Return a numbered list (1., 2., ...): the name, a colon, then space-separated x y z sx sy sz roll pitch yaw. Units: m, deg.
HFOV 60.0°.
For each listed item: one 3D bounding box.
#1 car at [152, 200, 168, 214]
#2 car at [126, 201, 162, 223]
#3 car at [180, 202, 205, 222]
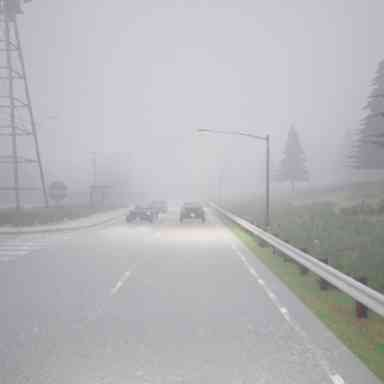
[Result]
1. car: -3.644 1.527 35.642 2.033 1.411 5.357 0 0 0
2. car: -3.704 1.586 25.441 1.895 1.301 4.718 0 0 2
3. car: 0.022 1.510 26.320 1.812 1.442 4.674 0 0 0
